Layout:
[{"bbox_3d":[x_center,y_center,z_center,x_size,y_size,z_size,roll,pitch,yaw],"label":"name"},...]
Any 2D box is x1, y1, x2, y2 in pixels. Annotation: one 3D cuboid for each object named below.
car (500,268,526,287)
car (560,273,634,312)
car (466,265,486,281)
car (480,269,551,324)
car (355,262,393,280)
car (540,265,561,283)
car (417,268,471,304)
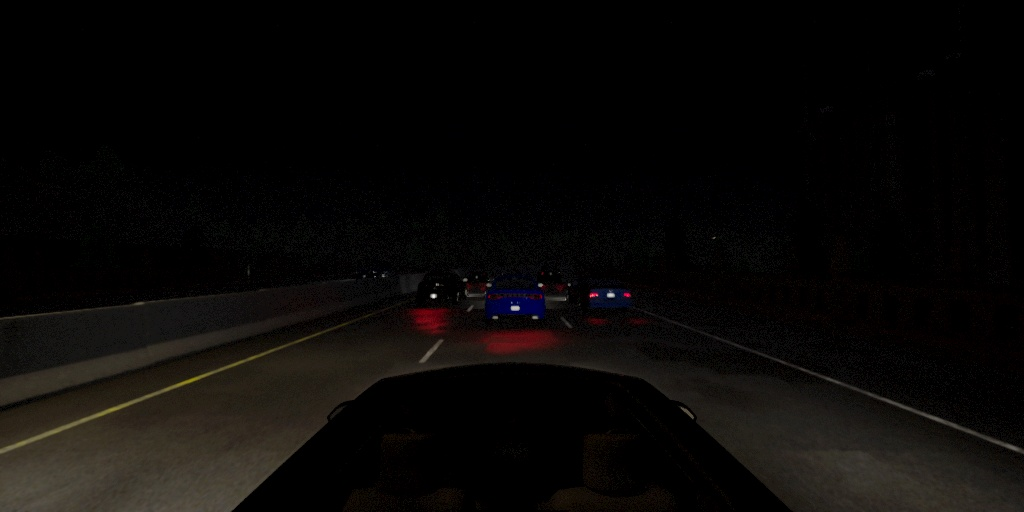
[{"bbox_3d":[0.088,1.816,31.152,2.033,1.411,5.357,0,-1,0],"label":"car"},{"bbox_3d":[3.594,1.520,15.552,2.033,1.411,5.357,0,-1,0],"label":"car"},{"bbox_3d":[-3.428,1.904,36.959,1.812,1.442,4.674,0,-1,0],"label":"car"},{"bbox_3d":[0.095,1.399,12.839,1.882,1.535,5.008,0,-1,0],"label":"car"},{"bbox_3d":[-14.106,1.602,37.056,2.150,2.045,5.566,0,-1,0],"label":"car"},{"bbox_3d":[3.586,1.697,35.216,2.097,1.767,4.553,0,-1,0],"label":"car"},{"bbox_3d":[-3.407,1.524,18.018,1.837,1.490,4.892,0,-1,0],"label":"car"}]
